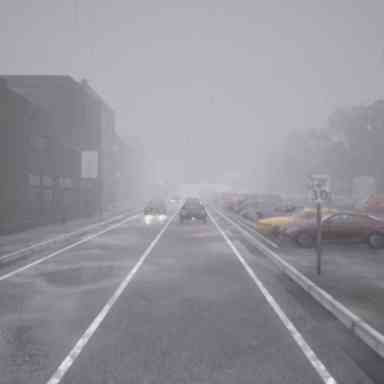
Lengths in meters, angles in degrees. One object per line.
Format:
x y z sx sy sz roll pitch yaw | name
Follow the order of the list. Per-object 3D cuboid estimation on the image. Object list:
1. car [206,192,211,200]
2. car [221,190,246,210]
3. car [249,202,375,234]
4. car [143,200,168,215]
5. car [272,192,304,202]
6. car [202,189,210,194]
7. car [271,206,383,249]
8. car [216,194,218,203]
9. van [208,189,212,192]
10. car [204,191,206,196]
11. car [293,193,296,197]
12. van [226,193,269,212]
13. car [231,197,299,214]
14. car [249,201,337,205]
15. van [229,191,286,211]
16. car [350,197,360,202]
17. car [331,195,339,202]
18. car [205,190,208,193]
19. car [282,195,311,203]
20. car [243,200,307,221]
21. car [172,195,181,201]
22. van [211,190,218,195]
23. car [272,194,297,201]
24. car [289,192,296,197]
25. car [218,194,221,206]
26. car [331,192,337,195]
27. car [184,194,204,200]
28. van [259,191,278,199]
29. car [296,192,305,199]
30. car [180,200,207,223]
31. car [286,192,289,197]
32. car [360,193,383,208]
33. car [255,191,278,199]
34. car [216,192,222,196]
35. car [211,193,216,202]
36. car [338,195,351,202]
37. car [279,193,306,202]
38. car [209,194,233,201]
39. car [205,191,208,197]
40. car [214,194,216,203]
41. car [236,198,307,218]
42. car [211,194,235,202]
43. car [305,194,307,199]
6.004 1.197 64.073 5.366 1.575 1.946 0 0 0 | car
6.067 1.130 33.455 5.566 2.045 2.435 0 0 0 | car
5.858 1.465 16.757 5.366 1.575 1.946 0 0 0 | car
-3.359 1.429 31.456 1.994 1.385 4.181 0 0 0 | car
19.250 0.930 66.840 5.566 2.045 2.435 0 0 0 | car
6.295 0.763 89.120 5.566 2.045 2.435 0 0 0 | car
6.051 1.523 14.115 4.674 1.452 2.002 1 0 1 | car
6.136 1.322 44.588 4.892 1.521 2.231 0 0 0 | car
6.341 0.895 75.203 4.442 1.987 1.878 0 0 0 | van
6.435 1.054 83.555 5.366 1.575 1.946 0 0 0 | car
19.240 1.272 52.919 5.008 1.535 2.097 0 0 0 | car
5.987 1.141 36.238 4.442 1.987 1.878 0 0 0 | van
6.072 1.412 27.890 4.892 1.521 2.231 0 0 0 | car
6.082 1.484 19.540 4.792 1.488 2.163 0 0 0 | car
5.971 1.170 30.796 4.442 1.987 1.878 0 0 0 | van
19.361 1.378 33.547 5.366 1.575 1.946 0 0 0 | car
19.162 1.382 38.994 4.792 1.488 2.163 0 0 0 | car
6.210 0.952 80.896 4.553 1.767 2.185 0 0 0 | car
19.264 1.258 61.273 4.674 1.452 2.002 0 0 0 | car
6.064 1.480 22.323 4.674 1.452 2.002 0 0 0 | car
-3.301 1.213 72.668 1.895 1.301 4.718 0 0 0 | car
6.055 1.011 58.567 4.442 1.987 1.878 0 0 0 | van
19.315 1.190 69.629 4.792 1.488 2.163 0 0 0 | car
19.212 1.129 55.703 4.553 1.767 2.185 0 0 0 | car
6.306 1.334 41.805 5.366 1.575 1.946 0 0 0 | car
19.241 1.196 44.561 4.553 1.767 2.185 0 0 0 | car
0.084 1.305 42.098 2.128 1.511 4.902 0 0 0 | car
19.213 0.831 83.550 4.442 1.987 1.878 0 0 0 | van
19.199 1.038 50.130 5.566 2.045 2.435 0 0 0 | car
0.091 1.497 24.719 1.895 1.301 4.718 0 0 0 | car
19.247 1.237 58.488 5.008 1.535 2.097 0 0 0 | car
19.195 1.144 30.762 5.566 2.045 2.435 0 0 0 | car
19.310 0.784 86.335 5.566 2.045 2.435 0 0 0 | car
6.107 1.180 47.372 4.553 1.767 2.185 0 0 0 | car
6.135 1.284 55.722 4.792 1.488 2.163 0 0 0 | car
19.189 1.367 36.207 5.008 1.535 2.097 0 0 0 | car
19.238 1.074 64.057 4.553 1.767 2.185 0 0 0 | car
6.221 1.141 72.422 5.008 1.535 2.097 0 0 0 | car
6.239 1.101 77.989 4.892 1.521 2.231 0 0 0 | car
6.149 1.329 50.156 4.674 1.452 2.002 0 0 0 | car
6.040 1.455 25.106 4.792 1.488 2.163 0 0 0 | car
6.201 1.221 66.855 4.674 1.452 2.002 0 0 0 | car
19.224 1.307 47.348 4.892 1.521 2.231 0 0 0 | car
